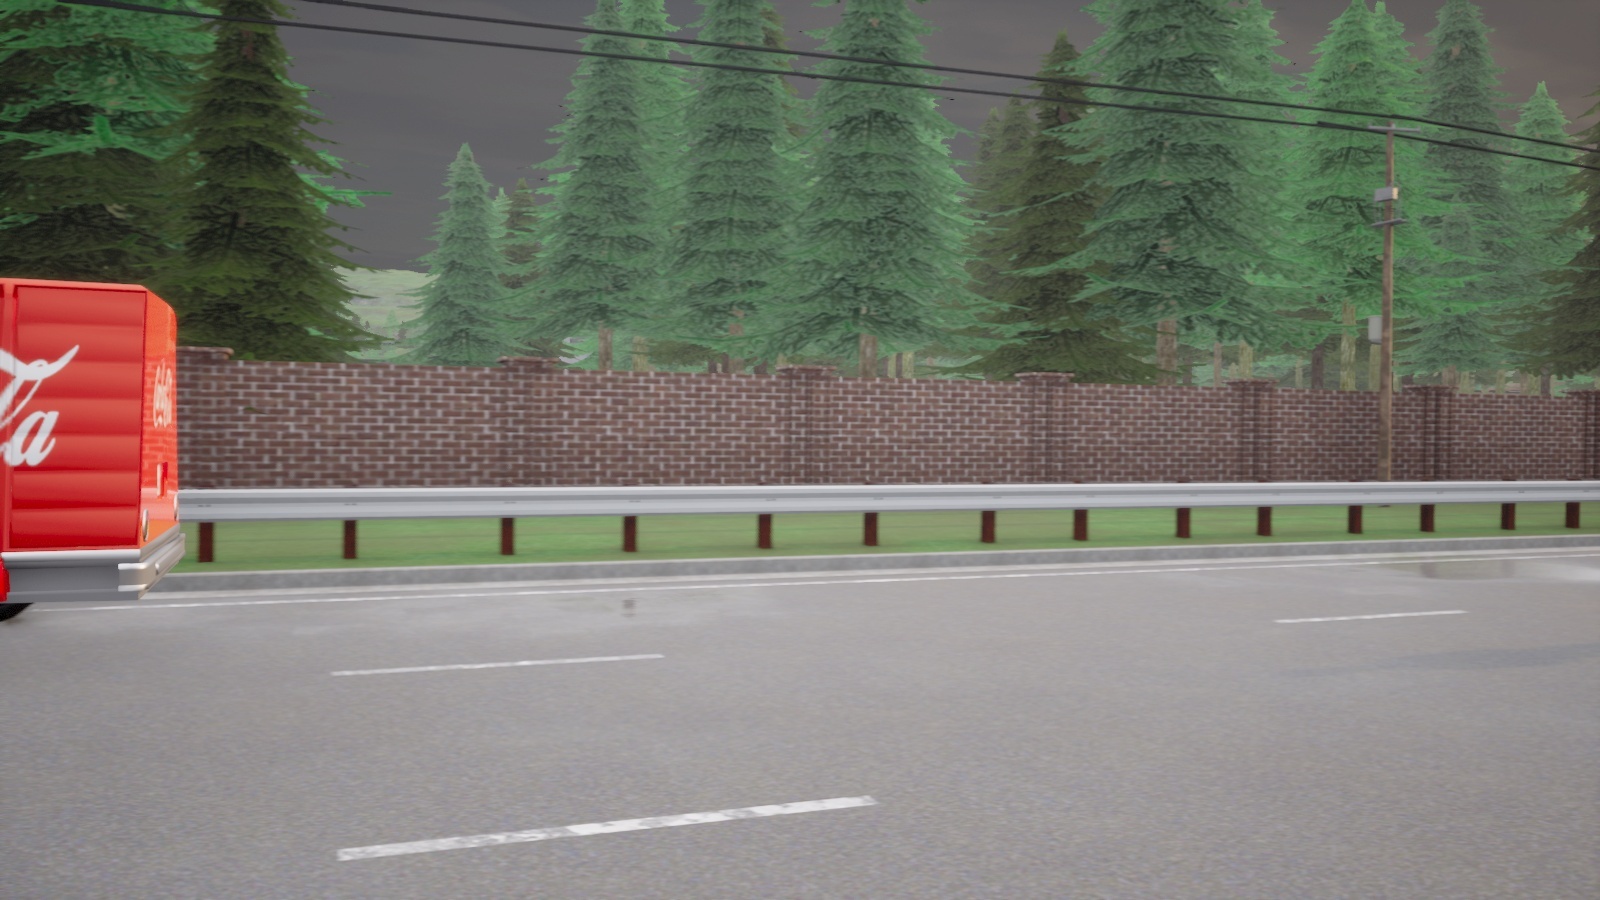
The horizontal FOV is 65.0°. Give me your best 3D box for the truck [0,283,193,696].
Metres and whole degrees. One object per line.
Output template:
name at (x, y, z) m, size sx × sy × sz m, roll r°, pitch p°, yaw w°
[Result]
truck at (-6.936, 0.254, 8.087) m, size 5.204 × 2.467 × 2.627 m, roll -1°, pitch 1°, yaw -21°
